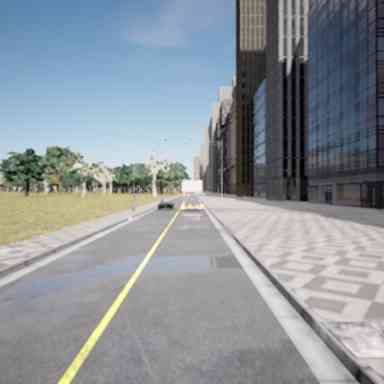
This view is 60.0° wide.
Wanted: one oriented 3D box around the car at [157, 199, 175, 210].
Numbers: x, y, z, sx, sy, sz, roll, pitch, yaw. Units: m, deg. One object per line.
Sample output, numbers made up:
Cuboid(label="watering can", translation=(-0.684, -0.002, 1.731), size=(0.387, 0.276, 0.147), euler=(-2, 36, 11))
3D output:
Cuboid(label="car", translation=(-3.089, 1.508, 40.415), size=(1.895, 1.301, 4.718), euler=(0, 0, 0))

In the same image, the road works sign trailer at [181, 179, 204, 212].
Cuboid(label="road works sign trailer", translation=(0.002, 0.378, 37.366), size=(2.380, 3.560, 2.880), euler=(0, 0, 0))
